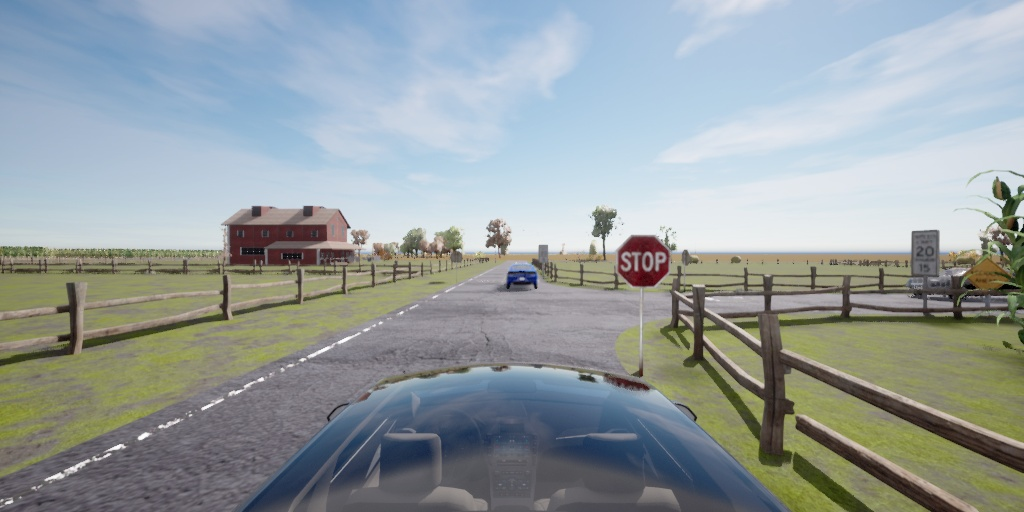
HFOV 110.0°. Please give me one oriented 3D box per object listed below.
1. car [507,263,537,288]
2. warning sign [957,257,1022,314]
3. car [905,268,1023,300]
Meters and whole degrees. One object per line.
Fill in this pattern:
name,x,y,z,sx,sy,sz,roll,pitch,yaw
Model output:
car,0.665,1.212,23.804,1.882,1.535,5.008,0,0,2
warning sign,16.134,0.966,12.168,1.060,1.860,1.300,0,0,1
car,22.093,1.313,17.343,4.902,1.511,2.128,0,1,1
